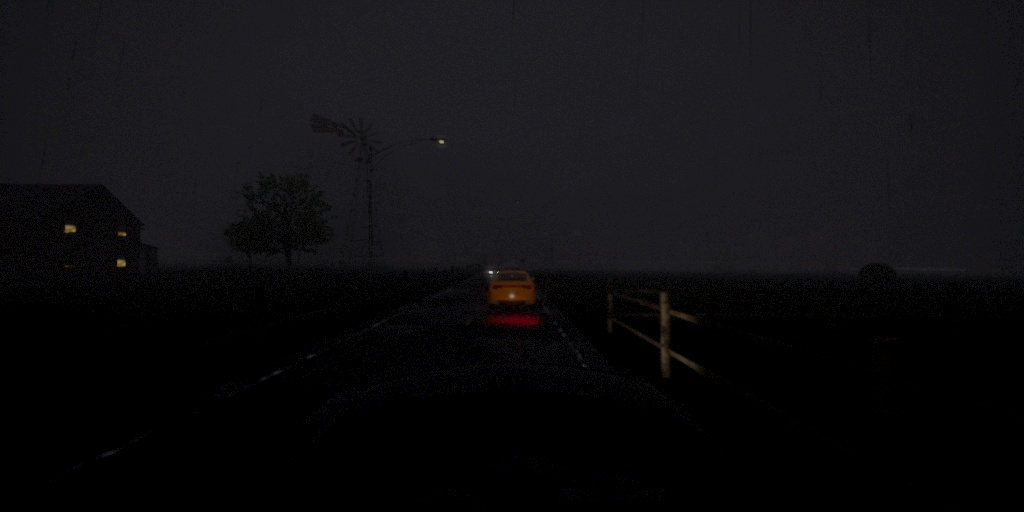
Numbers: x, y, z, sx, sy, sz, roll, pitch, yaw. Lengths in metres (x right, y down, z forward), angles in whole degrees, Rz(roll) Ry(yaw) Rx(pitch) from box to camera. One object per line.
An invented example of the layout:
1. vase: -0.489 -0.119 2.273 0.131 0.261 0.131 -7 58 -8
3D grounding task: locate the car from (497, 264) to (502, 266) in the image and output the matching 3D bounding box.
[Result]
1. car: 0.004 1.603 29.386 2.033 1.411 5.357 0 -1 0

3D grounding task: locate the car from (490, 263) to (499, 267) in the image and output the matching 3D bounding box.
1. car: -2.785 1.937 61.995 1.812 1.442 4.674 0 -1 0

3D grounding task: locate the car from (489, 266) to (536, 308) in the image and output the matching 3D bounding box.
1. car: 0.028 1.387 16.098 1.882 1.535 5.008 0 0 1
